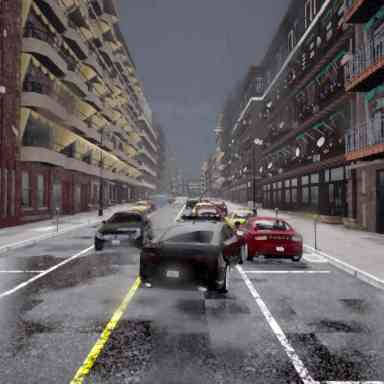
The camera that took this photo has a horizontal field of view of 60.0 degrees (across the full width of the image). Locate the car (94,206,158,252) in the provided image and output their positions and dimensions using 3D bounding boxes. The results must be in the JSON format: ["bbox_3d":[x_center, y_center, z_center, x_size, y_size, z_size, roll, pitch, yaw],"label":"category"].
[{"bbox_3d":[-2.714,1.537,14.177,1.812,1.442,4.674,0,0,0],"label":"car"}]

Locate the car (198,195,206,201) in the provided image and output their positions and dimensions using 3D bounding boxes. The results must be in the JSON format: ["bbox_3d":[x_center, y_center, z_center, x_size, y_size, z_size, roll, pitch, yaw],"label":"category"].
[{"bbox_3d":[2.776,1.682,89.497,1.967,1.590,4.097,1,0,0],"label":"car"}]

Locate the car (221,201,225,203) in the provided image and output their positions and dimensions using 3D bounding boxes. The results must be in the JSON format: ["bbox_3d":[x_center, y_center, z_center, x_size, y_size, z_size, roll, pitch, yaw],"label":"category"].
[{"bbox_3d":[2.670,1.591,34.186,1.887,1.381,4.507,1,0,0],"label":"car"}]

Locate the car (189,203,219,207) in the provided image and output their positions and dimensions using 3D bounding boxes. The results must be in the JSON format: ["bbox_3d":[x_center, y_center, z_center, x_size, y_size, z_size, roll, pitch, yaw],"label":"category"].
[{"bbox_3d":[0.872,1.543,18.737,1.812,1.442,4.674,0,0,0],"label":"car"}]

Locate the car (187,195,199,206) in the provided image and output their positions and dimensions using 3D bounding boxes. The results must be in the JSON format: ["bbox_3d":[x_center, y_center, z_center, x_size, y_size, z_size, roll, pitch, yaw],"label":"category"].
[{"bbox_3d":[0.150,1.467,59.429,2.097,1.767,4.553,0,0,0],"label":"car"}]

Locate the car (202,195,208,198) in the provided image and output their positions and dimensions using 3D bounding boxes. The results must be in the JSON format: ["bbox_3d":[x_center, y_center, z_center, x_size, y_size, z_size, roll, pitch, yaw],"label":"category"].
[{"bbox_3d":[2.726,1.649,56.310,1.887,1.381,4.507,1,0,0],"label":"car"}]

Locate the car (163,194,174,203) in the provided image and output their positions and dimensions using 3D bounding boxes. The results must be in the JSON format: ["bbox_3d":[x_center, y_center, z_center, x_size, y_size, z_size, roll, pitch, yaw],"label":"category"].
[{"bbox_3d":[-5.107,1.482,72.982,2.192,1.841,5.009,1,0,0],"label":"car"}]

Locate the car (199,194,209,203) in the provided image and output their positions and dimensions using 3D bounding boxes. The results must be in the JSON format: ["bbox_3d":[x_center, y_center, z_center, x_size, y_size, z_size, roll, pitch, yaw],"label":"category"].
[{"bbox_3d":[2.752,1.504,78.434,2.192,1.841,5.009,1,0,0],"label":"car"}]

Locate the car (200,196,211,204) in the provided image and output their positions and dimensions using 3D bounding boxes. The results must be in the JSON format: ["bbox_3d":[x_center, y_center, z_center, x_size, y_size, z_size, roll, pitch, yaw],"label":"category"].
[{"bbox_3d":[2.763,1.585,67.372,1.967,1.590,4.097,1,0,0],"label":"car"}]

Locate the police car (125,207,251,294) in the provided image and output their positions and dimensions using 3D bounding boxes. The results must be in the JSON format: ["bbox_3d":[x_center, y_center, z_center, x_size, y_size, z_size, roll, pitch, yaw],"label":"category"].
[{"bbox_3d":[0.299,1.431,9.119,1.930,1.638,5.238,0,0,15],"label":"police car"}]

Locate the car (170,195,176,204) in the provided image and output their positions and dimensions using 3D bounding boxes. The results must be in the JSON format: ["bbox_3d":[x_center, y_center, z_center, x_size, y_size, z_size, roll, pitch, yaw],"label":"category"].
[{"bbox_3d":[-5.121,1.460,67.453,2.192,1.841,5.009,1,0,0],"label":"car"}]

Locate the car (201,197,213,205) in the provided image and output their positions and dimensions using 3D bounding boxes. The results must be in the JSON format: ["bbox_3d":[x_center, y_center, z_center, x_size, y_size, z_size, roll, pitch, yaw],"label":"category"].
[{"bbox_3d":[2.740,1.669,61.840,1.887,1.381,4.507,1,0,0],"label":"car"}]

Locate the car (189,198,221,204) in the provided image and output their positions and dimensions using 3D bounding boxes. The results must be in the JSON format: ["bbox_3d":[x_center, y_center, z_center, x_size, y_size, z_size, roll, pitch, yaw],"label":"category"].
[{"bbox_3d":[0.888,1.482,24.931,1.801,1.575,5.366,0,0,0],"label":"car"}]

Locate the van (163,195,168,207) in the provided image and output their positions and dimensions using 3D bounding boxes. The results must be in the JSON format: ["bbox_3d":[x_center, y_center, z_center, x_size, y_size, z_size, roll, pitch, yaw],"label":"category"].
[{"bbox_3d":[-5.163,1.428,50.860,1.690,1.788,3.998,2,0,0],"label":"van"}]

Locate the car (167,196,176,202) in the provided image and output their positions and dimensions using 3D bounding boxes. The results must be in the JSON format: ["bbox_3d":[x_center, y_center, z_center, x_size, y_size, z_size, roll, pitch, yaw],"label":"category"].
[{"bbox_3d":[-5.086,1.781,84.044,1.947,1.339,4.313,1,0,0],"label":"car"}]

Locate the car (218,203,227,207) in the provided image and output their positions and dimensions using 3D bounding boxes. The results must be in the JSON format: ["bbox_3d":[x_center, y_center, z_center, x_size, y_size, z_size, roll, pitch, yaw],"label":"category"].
[{"bbox_3d":[2.630,1.541,17.766,1.752,1.417,4.829,1,0,0],"label":"car"}]

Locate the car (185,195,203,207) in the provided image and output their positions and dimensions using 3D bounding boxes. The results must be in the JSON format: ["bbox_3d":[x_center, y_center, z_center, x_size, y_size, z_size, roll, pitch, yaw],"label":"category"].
[{"bbox_3d":[0.125,1.550,45.590,1.882,1.535,5.008,0,0,0],"label":"car"}]

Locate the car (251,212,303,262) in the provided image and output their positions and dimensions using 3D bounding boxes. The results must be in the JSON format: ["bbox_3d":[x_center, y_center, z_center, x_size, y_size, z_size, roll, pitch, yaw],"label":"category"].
[{"bbox_3d":[2.615,1.554,12.064,1.887,1.381,4.507,1,0,0],"label":"car"}]

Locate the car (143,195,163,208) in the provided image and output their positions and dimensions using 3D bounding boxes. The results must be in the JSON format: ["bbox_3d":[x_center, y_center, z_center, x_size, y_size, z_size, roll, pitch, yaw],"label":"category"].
[{"bbox_3d":[-5.190,1.373,39.801,2.192,1.841,5.009,2,0,0],"label":"car"}]

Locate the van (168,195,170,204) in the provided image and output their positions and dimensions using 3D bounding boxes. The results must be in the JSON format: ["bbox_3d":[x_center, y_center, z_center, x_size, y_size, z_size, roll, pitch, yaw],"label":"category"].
[{"bbox_3d":[-5.150,1.446,56.392,1.690,1.788,3.998,1,0,0],"label":"van"}]

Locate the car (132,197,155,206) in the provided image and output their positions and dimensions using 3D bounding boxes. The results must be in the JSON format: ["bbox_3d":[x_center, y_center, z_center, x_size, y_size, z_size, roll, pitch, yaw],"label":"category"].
[{"bbox_3d":[-5.210,1.571,34.099,1.752,1.417,4.829,2,0,0],"label":"car"}]
